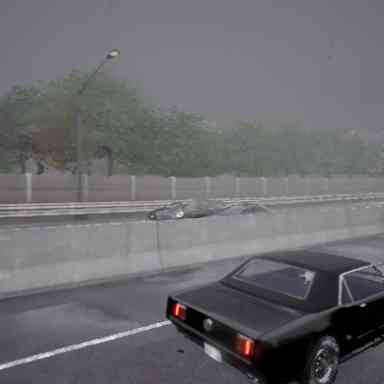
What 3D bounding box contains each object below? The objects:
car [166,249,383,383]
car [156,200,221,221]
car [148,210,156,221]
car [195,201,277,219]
[{"bbox_3d":[2.057,1.601,5.217,4.718,1.301,1.895,0,0,-36],"label":"car"},{"bbox_3d":[0.365,1.313,21.451,4.553,1.767,2.097,-1,0,-35],"label":"car"},{"bbox_3d":[-1.171,1.521,24.654,4.181,1.385,1.994,-1,0,-35],"label":"car"},{"bbox_3d":[2.820,1.462,18.902,4.892,1.490,1.837,-1,0,-35],"label":"car"}]
